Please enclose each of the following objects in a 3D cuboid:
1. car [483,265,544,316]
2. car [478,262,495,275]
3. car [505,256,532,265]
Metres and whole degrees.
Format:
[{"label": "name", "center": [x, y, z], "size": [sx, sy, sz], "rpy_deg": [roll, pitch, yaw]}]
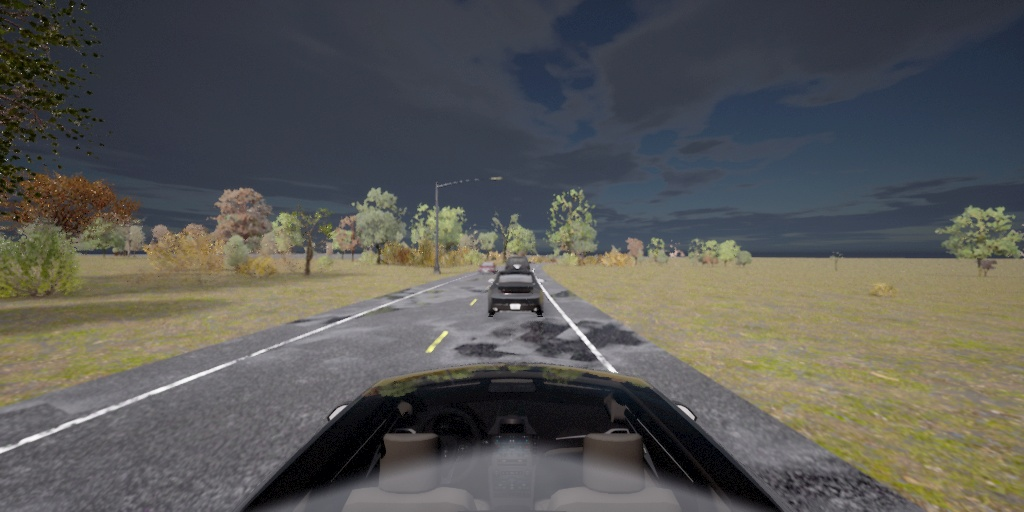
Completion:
[{"label": "car", "center": [0.139, 1.277, 13.403], "size": [1.837, 1.490, 4.892], "rpy_deg": [0, 0, 1]}, {"label": "car", "center": [-2.759, 1.392, 41.411], "size": [1.812, 1.442, 4.674], "rpy_deg": [0, 0, 3]}, {"label": "car", "center": [0.567, 1.048, 32.207], "size": [2.150, 2.045, 5.566], "rpy_deg": [0, 0, 3]}]
